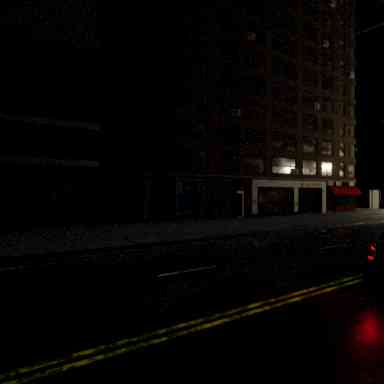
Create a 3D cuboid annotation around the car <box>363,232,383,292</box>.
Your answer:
[{"bbox_3d":[6.032,1.352,7.740,4.553,1.767,2.097,0,0,-35],"label":"car"}]
